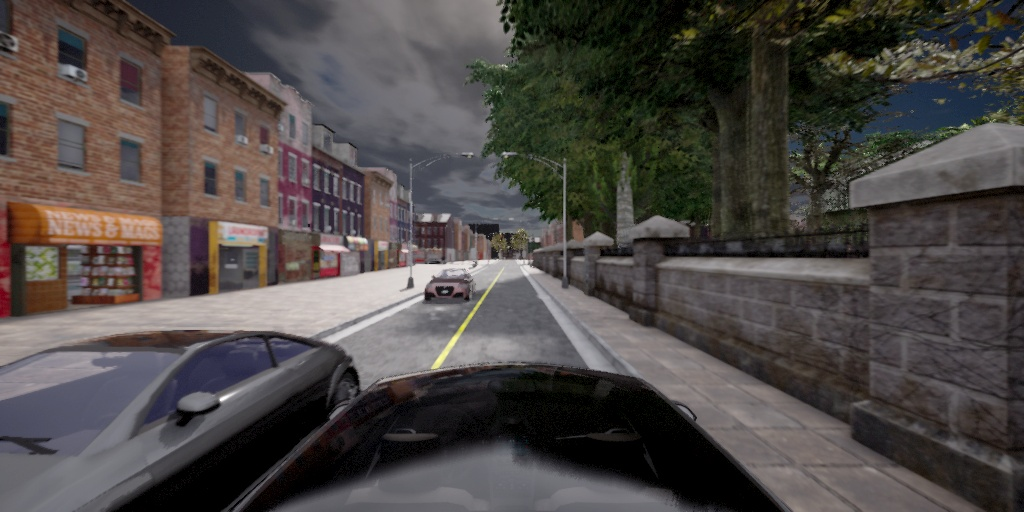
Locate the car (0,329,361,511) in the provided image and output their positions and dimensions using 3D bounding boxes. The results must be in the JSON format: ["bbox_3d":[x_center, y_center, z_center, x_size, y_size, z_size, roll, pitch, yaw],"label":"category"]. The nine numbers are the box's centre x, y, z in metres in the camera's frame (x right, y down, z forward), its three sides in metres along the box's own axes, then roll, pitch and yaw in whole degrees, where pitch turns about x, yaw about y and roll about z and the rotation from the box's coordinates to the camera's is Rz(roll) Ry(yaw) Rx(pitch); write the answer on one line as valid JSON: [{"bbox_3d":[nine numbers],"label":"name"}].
[{"bbox_3d":[-2.829,1.314,2.651,1.994,1.385,4.181,0,0,0],"label":"car"}]

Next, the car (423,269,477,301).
[{"bbox_3d":[-2.827,1.314,17.102,1.994,1.385,4.181,0,0,0],"label":"car"}]
